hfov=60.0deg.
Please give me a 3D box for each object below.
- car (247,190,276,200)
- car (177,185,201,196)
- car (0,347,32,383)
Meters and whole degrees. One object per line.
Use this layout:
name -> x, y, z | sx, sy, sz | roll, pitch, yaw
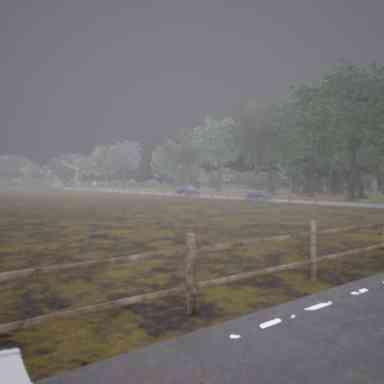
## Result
car -> 9.929, 0.432, 47.714 | 1.812, 1.442, 4.674 | -1, 2, -35
car -> -0.684, -0.207, 62.754 | 2.150, 2.045, 5.566 | -1, 2, -35
car -> -2.944, 1.619, 0.972 | 4.718, 1.301, 1.895 | -1, 0, -35
